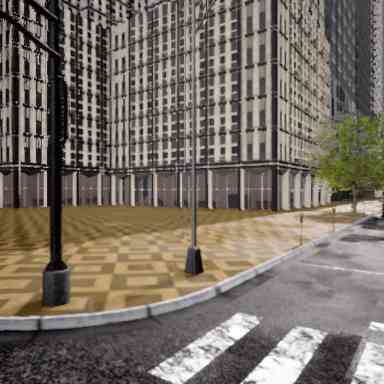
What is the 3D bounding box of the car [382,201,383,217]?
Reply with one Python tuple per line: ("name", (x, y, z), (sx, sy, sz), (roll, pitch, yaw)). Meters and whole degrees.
("car", (18.674, 1.279, 30.433), (2.192, 1.841, 5.009), (0, 0, 35))
